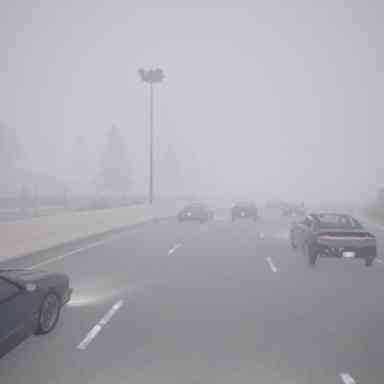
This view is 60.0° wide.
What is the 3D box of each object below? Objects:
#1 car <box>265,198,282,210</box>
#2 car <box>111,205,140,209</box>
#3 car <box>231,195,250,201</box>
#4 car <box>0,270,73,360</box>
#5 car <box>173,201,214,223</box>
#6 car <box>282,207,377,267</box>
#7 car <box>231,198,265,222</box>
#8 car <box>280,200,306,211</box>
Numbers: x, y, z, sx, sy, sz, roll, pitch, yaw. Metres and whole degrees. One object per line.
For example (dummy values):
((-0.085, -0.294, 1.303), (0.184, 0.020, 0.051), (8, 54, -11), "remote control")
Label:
((10.247, 1.467, 40.570), (1.812, 1.442, 4.674), (0, 0, 26), "car")
((-7.022, 1.391, 36.526), (2.128, 1.511, 4.902), (0, 0, 22), "car")
((10.570, 1.264, 72.101), (1.895, 1.301, 4.718), (0, 0, 41), "car")
((-3.212, 1.530, 3.638), (2.033, 1.411, 5.357), (0, 0, 3), "car")
((0.358, 1.511, 24.891), (1.994, 1.385, 4.181), (0, 0, 15), "car")
((4.606, 1.480, 11.456), (2.128, 1.511, 4.902), (0, 0, 8), "car")
((4.334, 1.434, 26.027), (1.882, 1.535, 5.008), (0, 0, 17), "car")
((9.329, 1.563, 29.971), (1.895, 1.301, 4.718), (0, 0, 20), "car")
